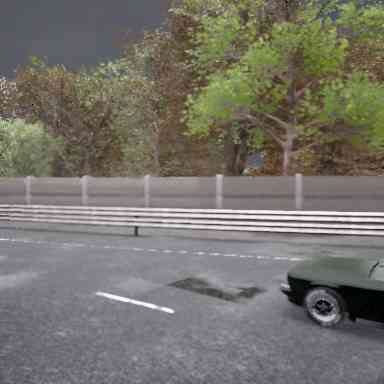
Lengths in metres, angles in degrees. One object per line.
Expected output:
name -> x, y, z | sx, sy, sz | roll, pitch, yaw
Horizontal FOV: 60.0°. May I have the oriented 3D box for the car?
car -> 3.918, 1.584, 5.290 | 4.718, 1.301, 1.895 | 0, 0, 35
